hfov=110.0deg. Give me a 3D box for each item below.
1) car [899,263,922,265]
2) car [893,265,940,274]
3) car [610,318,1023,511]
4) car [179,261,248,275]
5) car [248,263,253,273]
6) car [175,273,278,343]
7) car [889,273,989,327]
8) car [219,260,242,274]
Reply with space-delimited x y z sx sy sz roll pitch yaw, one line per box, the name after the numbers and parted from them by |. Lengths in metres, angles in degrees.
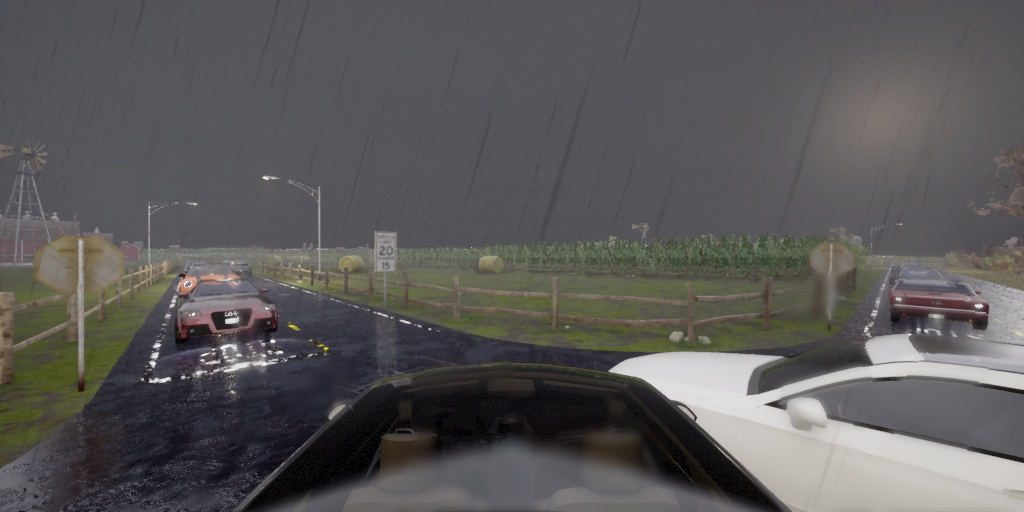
27.269 1.405 24.380 4.181 1.385 1.994 0 1 -43 | car
20.535 1.366 18.103 5.357 1.411 2.033 0 1 -43 | car
2.831 1.294 2.418 1.812 1.442 4.674 0 1 -44 | car
-13.771 1.142 16.433 2.097 1.767 4.553 0 0 -42 | car
-27.100 1.287 35.618 2.128 1.511 4.902 0 0 -42 | car
-7.973 1.356 9.969 1.994 1.385 4.181 0 0 -43 | car
13.480 1.400 11.515 4.718 1.301 1.895 0 1 -43 | car
-33.846 1.309 43.053 1.837 1.490 4.892 0 0 -42 | car
